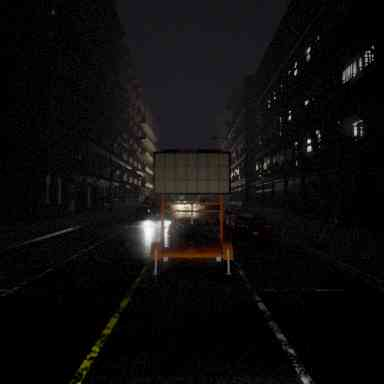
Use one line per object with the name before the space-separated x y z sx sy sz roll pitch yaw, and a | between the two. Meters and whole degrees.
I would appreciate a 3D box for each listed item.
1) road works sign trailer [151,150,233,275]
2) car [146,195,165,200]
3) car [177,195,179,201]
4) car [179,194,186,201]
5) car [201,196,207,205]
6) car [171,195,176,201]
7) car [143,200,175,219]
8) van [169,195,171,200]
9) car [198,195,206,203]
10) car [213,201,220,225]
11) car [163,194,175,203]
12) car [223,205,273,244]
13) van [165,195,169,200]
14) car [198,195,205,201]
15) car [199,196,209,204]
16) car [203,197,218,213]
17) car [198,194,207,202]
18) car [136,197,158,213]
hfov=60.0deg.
road works sign trailer | 0.001 0.474 10.477 2.380 3.560 2.880 0 0 0
car | -5.274 1.395 43.529 2.192 1.841 5.009 2 0 0
car | -5.266 1.824 87.771 1.947 1.339 4.313 1 0 0
car | -2.718 1.492 90.207 2.150 2.045 5.566 0 0 0
car | 2.599 1.631 43.462 2.008 1.369 4.403 1 0 0
car | -5.265 1.496 71.180 2.192 1.841 5.009 1 0 0
car | -2.841 1.645 29.587 1.895 1.301 4.718 0 0 0
van | -5.270 1.476 60.119 1.690 1.788 3.998 1 0 0
car | 2.606 1.679 60.054 1.887 1.381 4.507 1 0 0
car | 2.593 1.552 21.510 1.752 1.417 4.829 1 0 0
car | -5.263 1.520 76.710 2.192 1.841 5.009 1 0 0
car | 2.590 1.562 15.808 1.887 1.381 4.507 1 0 0
van | -5.271 1.455 54.587 1.690 1.788 3.998 2 0 0
car | 2.585 1.728 93.241 1.967 1.590 4.097 1 0 0
car | 2.619 1.621 71.116 1.967 1.590 4.097 1 0 0
car | 2.598 1.610 37.930 1.887 1.381 4.507 1 0 0
car | 2.584 1.545 82.178 2.192 1.841 5.009 1 0 0
car | -5.282 1.591 37.827 1.752 1.417 4.829 2 0 0
